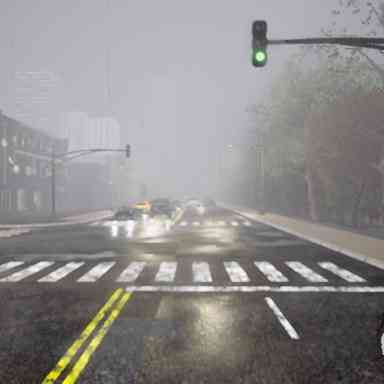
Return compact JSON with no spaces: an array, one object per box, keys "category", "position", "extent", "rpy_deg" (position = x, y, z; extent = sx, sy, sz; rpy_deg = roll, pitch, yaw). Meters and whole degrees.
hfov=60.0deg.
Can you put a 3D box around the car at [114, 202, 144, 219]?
[{"category":"car","position":[-6.452,1.993,33.600],"extent":[1.895,1.301,4.718],"rpy_deg":[0,-1,1]}]

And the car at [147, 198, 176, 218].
[{"category":"car","position":[-3.199,1.636,35.442],"extent":[2.150,2.045,5.566],"rpy_deg":[0,-1,-1]}]

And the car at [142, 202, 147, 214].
[{"category":"car","position":[-6.401,1.975,42.732],"extent":[1.882,1.535,5.008],"rpy_deg":[0,-1,0]}]

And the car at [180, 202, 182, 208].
[{"category":"car","position":[-3.010,2.245,61.930],"extent":[1.812,1.442,4.674],"rpy_deg":[0,-1,1]}]

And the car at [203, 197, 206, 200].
[{"category":"car","position":[3.603,2.097,75.081],"extent":[2.150,2.045,5.566],"rpy_deg":[0,-1,0]}]

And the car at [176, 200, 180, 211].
[{"category":"car","position":[-3.132,2.091,46.678],"extent":[2.033,1.411,5.357],"rpy_deg":[0,-1,0]}]

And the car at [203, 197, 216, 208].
[{"category":"car","position":[3.653,2.257,64.616],"extent":[1.837,1.490,4.892],"rpy_deg":[0,-1,0]}]

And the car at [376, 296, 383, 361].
[{"category":"car","position":[3.355,1.508,2.397],"extent":[1.882,1.535,5.008],"rpy_deg":[0,0,0]}]

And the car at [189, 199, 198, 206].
[{"category":"car","position":[0.352,2.412,75.170],"extent":[2.033,1.411,5.357],"rpy_deg":[0,-1,0]}]

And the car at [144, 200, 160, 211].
[{"category":"car","position":[-6.342,2.117,52.833],"extent":[1.837,1.490,4.892],"rpy_deg":[0,0,1]}]

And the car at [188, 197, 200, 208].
[{"category":"car","position":[0.405,1.972,64.550],"extent":[2.150,2.045,5.566],"rpy_deg":[0,-1,0]}]
